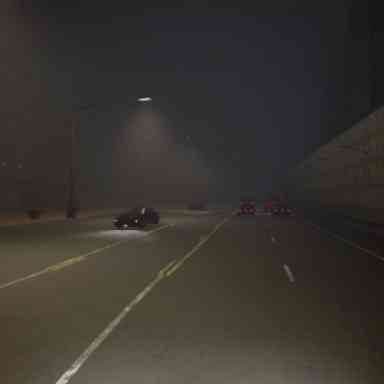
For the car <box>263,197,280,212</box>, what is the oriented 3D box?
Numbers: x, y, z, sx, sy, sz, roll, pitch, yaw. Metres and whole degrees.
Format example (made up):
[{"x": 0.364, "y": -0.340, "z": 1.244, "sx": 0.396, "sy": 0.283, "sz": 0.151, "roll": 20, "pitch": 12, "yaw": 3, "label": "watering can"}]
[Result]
[{"x": 11.037, "y": 1.667, "z": 45.419, "sx": 2.150, "sy": 2.045, "sz": 5.566, "roll": 0, "pitch": -1, "yaw": 10, "label": "car"}]

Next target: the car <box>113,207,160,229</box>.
[{"x": -3.696, "y": 1.749, "z": 23.482, "sx": 2.033, "sy": 1.411, "sz": 5.357, "roll": 0, "pitch": -1, "yaw": 10, "label": "car"}]

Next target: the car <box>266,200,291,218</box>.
[{"x": 9.246, "y": 1.892, "z": 34.918, "sx": 2.033, "sy": 1.411, "sz": 5.357, "roll": 0, "pitch": -1, "yaw": 10, "label": "car"}]

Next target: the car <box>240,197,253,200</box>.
[{"x": 7.592, "y": 1.662, "z": 46.041, "sx": 2.150, "sy": 2.045, "sz": 5.566, "roll": 0, "pitch": -1, "yaw": 10, "label": "car"}]

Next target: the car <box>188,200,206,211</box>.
[{"x": 0.741, "y": 1.912, "z": 47.706, "sx": 1.882, "sy": 1.535, "sz": 5.008, "roll": 0, "pitch": -1, "yaw": 11, "label": "car"}]

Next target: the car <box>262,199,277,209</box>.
[{"x": 12.877, "y": 2.034, "z": 55.614, "sx": 2.128, "sy": 1.511, "sz": 4.902, "roll": 0, "pitch": -1, "yaw": 10, "label": "car"}]

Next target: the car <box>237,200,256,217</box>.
[{"x": 5.807, "y": 1.888, "z": 35.636, "sx": 2.033, "sy": 1.411, "sz": 5.357, "roll": 0, "pitch": -1, "yaw": 11, "label": "car"}]
